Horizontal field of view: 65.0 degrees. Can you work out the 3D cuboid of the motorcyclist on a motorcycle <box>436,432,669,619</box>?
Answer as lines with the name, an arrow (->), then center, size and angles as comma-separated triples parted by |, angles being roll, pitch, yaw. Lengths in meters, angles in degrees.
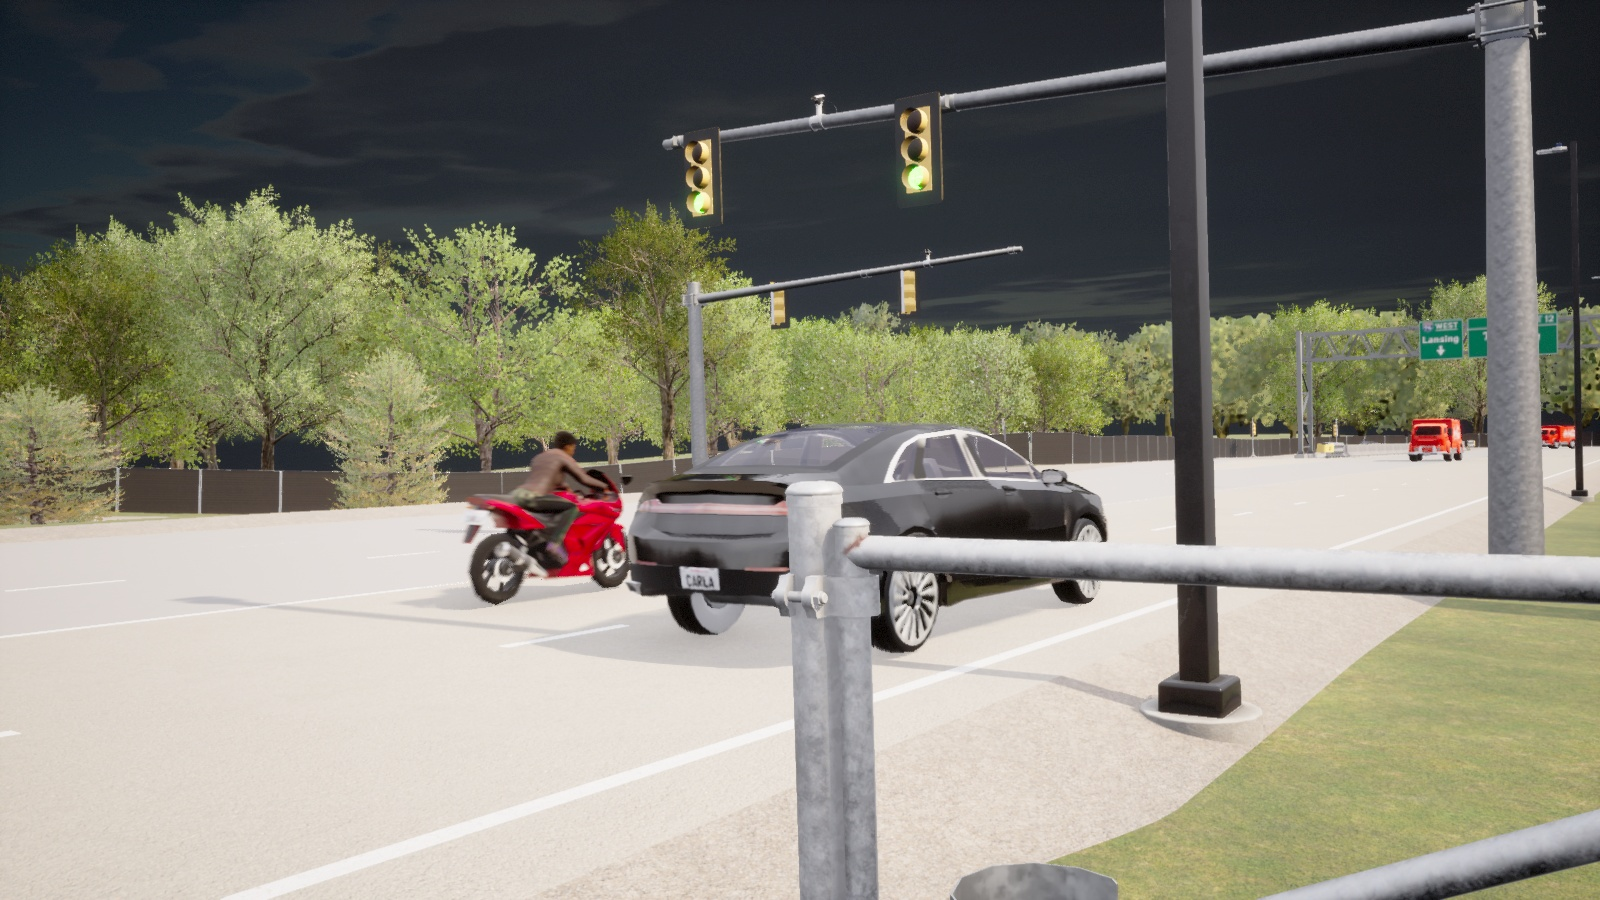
motorcyclist on a motorcycle -> -2.197, 0.623, 11.432 | 0.797, 1.523, 2.044 | -2, 0, 35

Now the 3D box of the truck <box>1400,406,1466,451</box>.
truck -> 37.199, -1.272, 73.710 | 2.627, 2.467, 5.204 | -2, 0, 35

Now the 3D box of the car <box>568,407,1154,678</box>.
car -> 0.789, 0.495, 9.601 | 2.128, 1.511, 4.902 | -2, 0, 35
